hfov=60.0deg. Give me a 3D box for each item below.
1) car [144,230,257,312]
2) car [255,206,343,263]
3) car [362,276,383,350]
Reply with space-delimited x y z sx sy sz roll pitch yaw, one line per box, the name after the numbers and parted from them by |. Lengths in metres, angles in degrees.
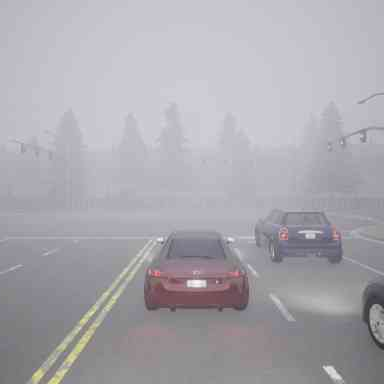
0.081 1.564 7.788 1.994 1.385 4.181 0 0 0 | car
3.636 1.352 12.159 2.097 1.767 4.553 0 0 2 | car
3.592 1.505 3.315 1.837 1.490 4.892 0 0 0 | car
